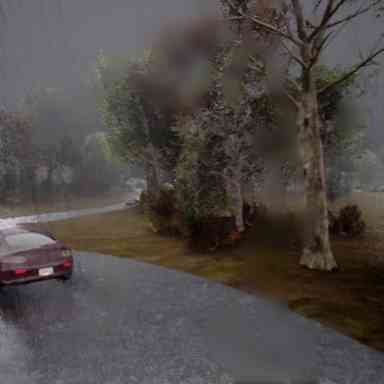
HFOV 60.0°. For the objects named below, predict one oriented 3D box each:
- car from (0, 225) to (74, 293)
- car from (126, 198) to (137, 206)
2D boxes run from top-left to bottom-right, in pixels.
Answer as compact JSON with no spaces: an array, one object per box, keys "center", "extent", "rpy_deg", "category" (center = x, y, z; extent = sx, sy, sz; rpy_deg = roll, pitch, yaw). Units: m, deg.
[{"center":[-4.839,1.621,9.067],"extent":[1.812,1.442,4.674],"rpy_deg":[0,0,-44],"category":"car"},{"center":[-11.262,1.868,63.420],"extent":[1.994,1.385,4.181],"rpy_deg":[-2,1,3],"category":"car"}]
